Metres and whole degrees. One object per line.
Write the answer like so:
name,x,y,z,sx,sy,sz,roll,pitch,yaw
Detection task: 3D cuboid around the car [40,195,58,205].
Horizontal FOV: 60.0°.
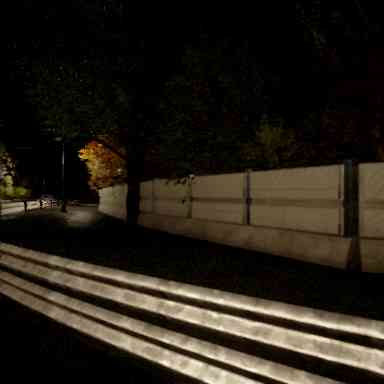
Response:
car,-28.565,1.611,65.738,2.150,2.045,5.566,1,-1,-15
